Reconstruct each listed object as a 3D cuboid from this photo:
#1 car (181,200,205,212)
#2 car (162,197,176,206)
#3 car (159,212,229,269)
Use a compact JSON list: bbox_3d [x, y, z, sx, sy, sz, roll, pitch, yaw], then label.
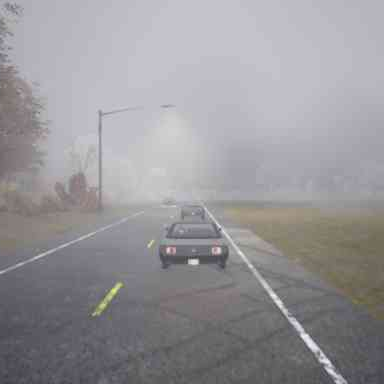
[{"bbox_3d":[0.074,1.407,27.481,2.128,1.511,4.902,0,0,0],"label":"car"},{"bbox_3d":[-3.561,1.403,52.144,1.994,1.385,4.181,0,0,0],"label":"car"},{"bbox_3d":[0.064,1.566,11.045,1.895,1.301,4.718,0,0,0],"label":"car"}]
